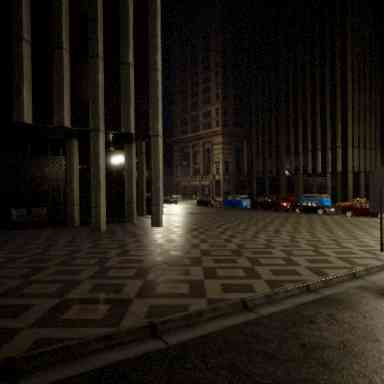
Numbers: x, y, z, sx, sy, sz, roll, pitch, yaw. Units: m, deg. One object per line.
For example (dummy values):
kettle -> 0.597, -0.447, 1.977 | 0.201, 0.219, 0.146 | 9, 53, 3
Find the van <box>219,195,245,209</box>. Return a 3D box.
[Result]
van -> 5.668, 1.294, 42.348 | 1.690, 1.788, 3.998 | -1, 1, -36

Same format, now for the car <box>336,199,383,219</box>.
car -> 15.358, 1.567, 28.900 | 1.887, 1.381, 4.507 | -1, 1, -36

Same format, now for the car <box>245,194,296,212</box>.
car -> 8.898, 1.290, 37.864 | 2.192, 1.841, 5.009 | -1, 1, -36

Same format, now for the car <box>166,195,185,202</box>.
car -> -3.535, 1.257, 69.745 | 2.008, 1.369, 4.403 | -1, 1, -36

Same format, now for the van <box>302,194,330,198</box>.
van -> 15.827, 1.178, 42.837 | 1.690, 1.788, 3.998 | -1, 1, -36

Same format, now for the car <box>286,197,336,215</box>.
car -> 12.129, 1.549, 33.383 | 2.008, 1.369, 4.403 | -1, 1, -36

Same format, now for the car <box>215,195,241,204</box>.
car -> 6.047, 1.296, 56.429 | 1.752, 1.417, 4.829 | -1, 1, -36

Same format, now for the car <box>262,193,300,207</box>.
car -> 12.599, 1.130, 47.321 | 2.192, 1.841, 5.009 | -1, 1, -36

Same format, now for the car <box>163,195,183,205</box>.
car -> -4.018, 1.438, 55.800 | 2.008, 1.369, 4.403 | -1, 1, -36

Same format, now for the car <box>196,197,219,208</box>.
car -> 2.440, 1.371, 46.832 | 1.967, 1.590, 4.097 | -1, 1, -36
